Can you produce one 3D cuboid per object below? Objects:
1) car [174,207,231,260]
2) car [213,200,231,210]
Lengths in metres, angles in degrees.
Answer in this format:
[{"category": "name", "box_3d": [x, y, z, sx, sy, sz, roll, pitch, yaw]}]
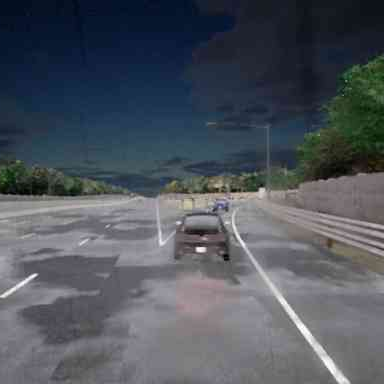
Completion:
[{"category": "car", "box_3d": [0.408, 1.510, 12.510, 1.837, 1.490, 4.892, 0, 0, 3]}, {"category": "car", "box_3d": [3.728, 1.677, 41.763, 1.812, 1.442, 4.674, -1, 0, 10]}]
